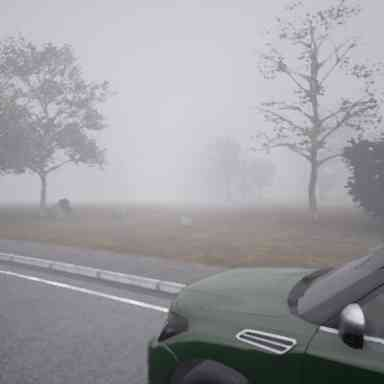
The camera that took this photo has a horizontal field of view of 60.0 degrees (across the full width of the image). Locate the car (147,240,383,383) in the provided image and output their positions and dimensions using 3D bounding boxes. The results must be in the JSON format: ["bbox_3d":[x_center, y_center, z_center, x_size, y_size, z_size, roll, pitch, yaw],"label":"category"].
[{"bbox_3d":[2.230,1.213,2.319,5.566,2.045,2.150,0,0,36],"label":"car"}]
